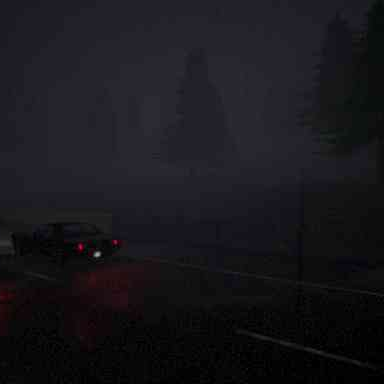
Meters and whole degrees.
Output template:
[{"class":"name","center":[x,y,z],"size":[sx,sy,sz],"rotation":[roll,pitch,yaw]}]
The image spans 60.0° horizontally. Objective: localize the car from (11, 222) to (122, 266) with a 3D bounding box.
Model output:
[{"class":"car","center":[-4.737,1.736,12.102],"size":[4.718,1.301,1.895],"rotation":[-1,-1,40]}]
